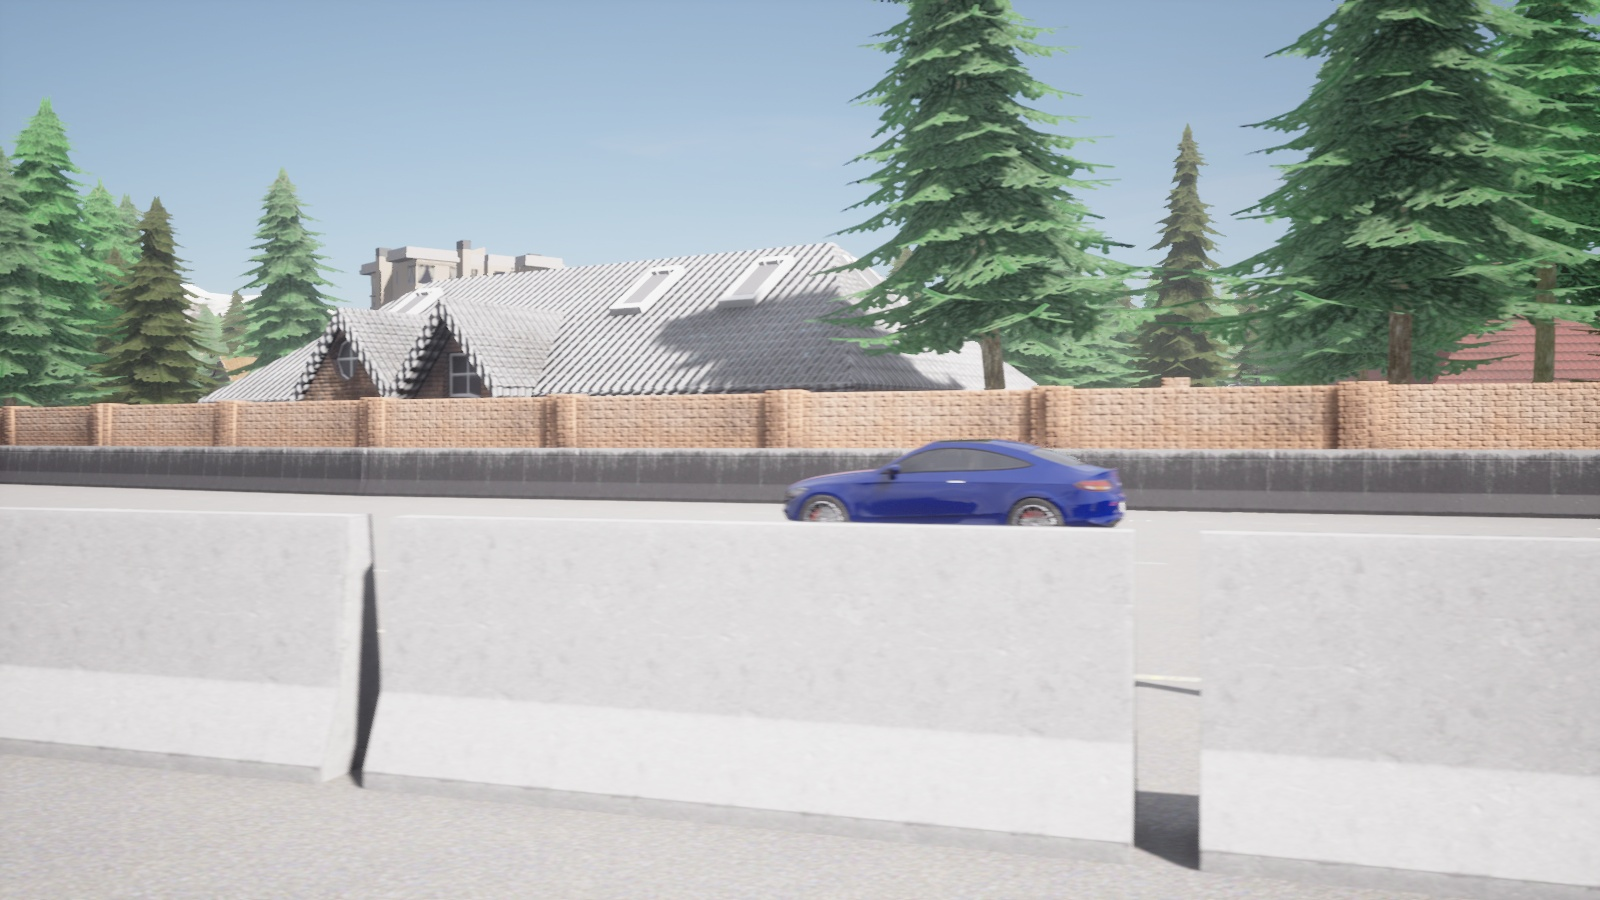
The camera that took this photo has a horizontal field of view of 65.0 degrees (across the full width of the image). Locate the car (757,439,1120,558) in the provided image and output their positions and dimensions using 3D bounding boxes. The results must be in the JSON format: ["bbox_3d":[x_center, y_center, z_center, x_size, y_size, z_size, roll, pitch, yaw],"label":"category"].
[{"bbox_3d":[1.921,0.588,17.322,4.674,1.442,1.812,1,1,20],"label":"car"}]
